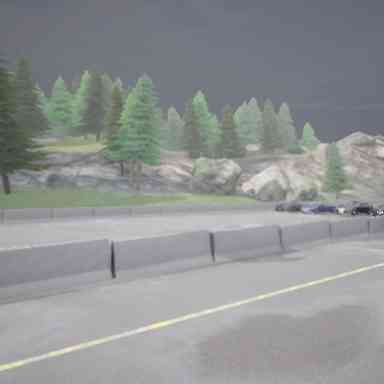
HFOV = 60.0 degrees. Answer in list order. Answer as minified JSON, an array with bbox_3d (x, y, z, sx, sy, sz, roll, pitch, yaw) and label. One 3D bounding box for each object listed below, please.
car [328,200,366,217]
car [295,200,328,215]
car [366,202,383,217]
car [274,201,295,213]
[{"bbox_3d":[16.109,1.590,32.907,4.902,1.511,2.128,0,0,-36],"label":"car"},{"bbox_3d":[13.480,1.629,35.333,4.674,1.442,1.812,1,0,-35],"label":"car"},{"bbox_3d":[18.167,1.595,30.076,4.892,1.490,1.837,1,-1,-36],"label":"car"},{"bbox_3d":[11.399,1.678,38.148,4.181,1.385,1.994,0,0,-35],"label":"car"}]
